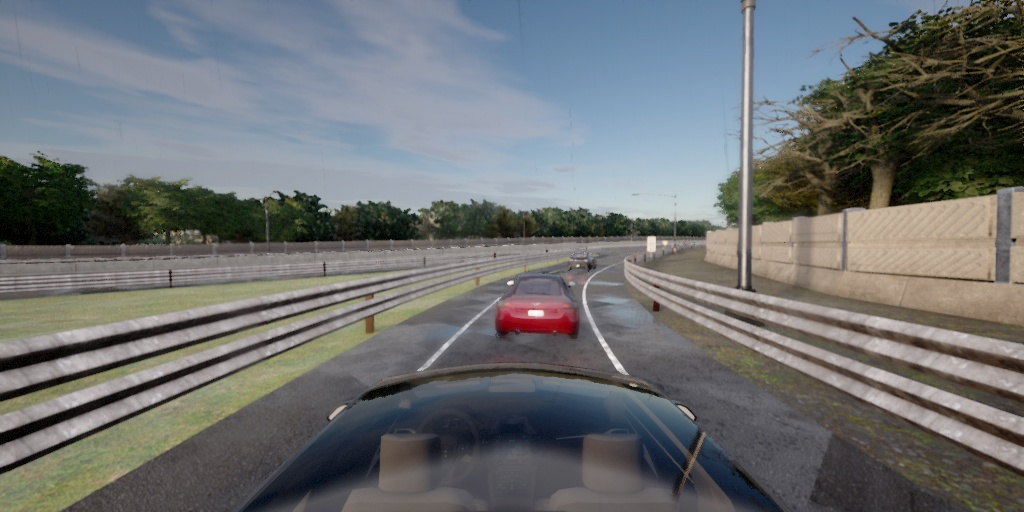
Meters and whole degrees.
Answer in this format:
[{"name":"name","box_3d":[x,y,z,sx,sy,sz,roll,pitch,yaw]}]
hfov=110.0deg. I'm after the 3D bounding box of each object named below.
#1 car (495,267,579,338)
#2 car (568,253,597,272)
[{"name":"car","box_3d":[0.783,1.183,9.857,1.994,1.385,4.181,0,1,7]},{"name":"car","box_3d":[6.079,0.482,30.647,2.128,1.511,4.902,1,2,21]}]
